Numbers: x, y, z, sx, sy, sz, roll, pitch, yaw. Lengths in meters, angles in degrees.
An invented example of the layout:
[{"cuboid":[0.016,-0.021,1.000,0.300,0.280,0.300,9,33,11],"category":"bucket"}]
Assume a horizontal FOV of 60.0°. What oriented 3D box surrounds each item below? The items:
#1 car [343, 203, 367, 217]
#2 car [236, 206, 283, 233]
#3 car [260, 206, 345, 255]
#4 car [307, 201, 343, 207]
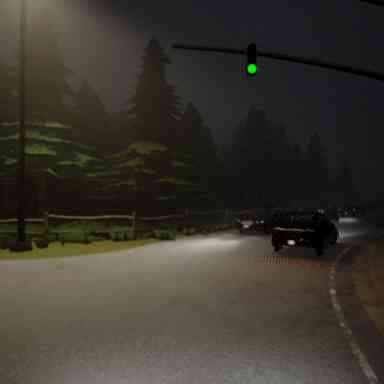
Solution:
[{"cuboid":[16.618,1.834,34.505,1.895,1.301,4.718,0,0,40],"category":"car"},{"cuboid":[4.400,1.591,19.661,2.128,1.511,4.902,0,0,38],"category":"car"},{"cuboid":[4.778,1.573,13.808,2.128,1.511,4.902,0,0,31],"category":"car"},{"cuboid":[10.220,1.515,26.813,2.097,1.767,4.553,0,0,40],"category":"car"}]
